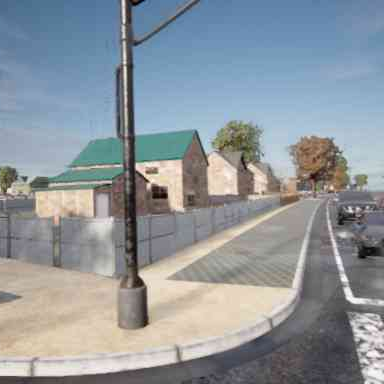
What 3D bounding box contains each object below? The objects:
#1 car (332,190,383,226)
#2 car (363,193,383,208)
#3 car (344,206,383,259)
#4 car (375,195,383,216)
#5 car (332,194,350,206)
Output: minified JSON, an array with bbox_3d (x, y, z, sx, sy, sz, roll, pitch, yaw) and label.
[{"bbox_3d":[10.157,0.901,20.780,2.150,2.045,5.566,-2,0,22],"label":"car"},{"bbox_3d":[19.881,0.889,36.089,1.812,1.442,4.674,-2,0,22],"label":"car"},{"bbox_3d":[6.532,1.369,11.299,1.994,1.385,4.181,-2,0,21],"label":"car"},{"bbox_3d":[16.047,1.011,26.733,1.812,1.442,4.674,-2,0,22],"label":"car"},{"bbox_3d":[18.963,0.964,42.359,1.994,1.385,4.181,-2,0,23],"label":"car"}]
